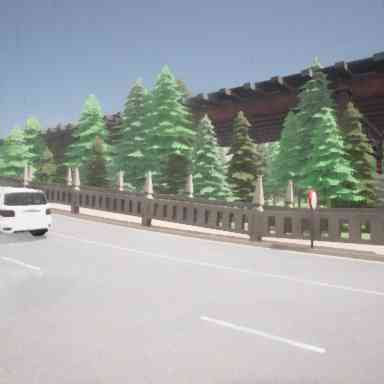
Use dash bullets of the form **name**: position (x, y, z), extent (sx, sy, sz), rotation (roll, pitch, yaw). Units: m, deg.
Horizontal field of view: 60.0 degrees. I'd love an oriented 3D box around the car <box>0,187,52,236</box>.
- **car**: position (-8.192, 0.764, 14.061), extent (5.566, 2.045, 2.150), rotation (5, 3, 36)
